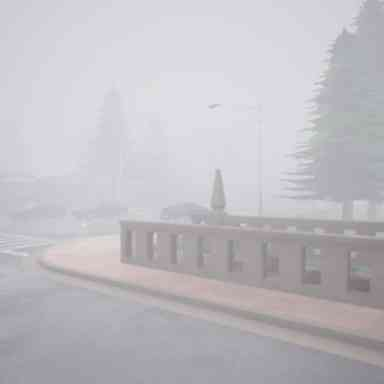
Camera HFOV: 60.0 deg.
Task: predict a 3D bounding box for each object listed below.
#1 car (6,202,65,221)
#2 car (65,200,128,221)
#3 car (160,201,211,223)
[{"bbox_3d":[-12.563,1.535,27.204,1.812,1.442,4.674,0,0,38],"label":"car"},{"bbox_3d":[-7.619,1.476,27.886,1.882,1.535,5.008,0,0,38],"label":"car"},{"bbox_3d":[-0.389,1.490,25.598,1.837,1.490,4.892,0,0,38],"label":"car"}]
